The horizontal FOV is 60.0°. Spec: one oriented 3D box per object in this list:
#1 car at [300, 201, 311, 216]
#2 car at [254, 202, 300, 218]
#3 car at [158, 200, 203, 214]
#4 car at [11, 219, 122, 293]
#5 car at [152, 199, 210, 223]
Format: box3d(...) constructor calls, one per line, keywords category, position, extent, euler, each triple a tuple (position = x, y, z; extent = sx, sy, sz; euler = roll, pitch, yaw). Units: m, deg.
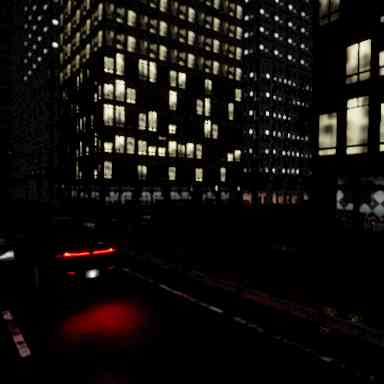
box3d(category="car", position=(12.924, 1.936, 37.064), extent=(4.206, 1.307, 1.802), euler=(1, 0, -35))
box3d(category="car", position=(8.461, 1.826, 33.901), extent=(4.829, 1.417, 1.752), euler=(1, 0, -35))
box3d(category="car", position=(-1.265, 1.619, 37.279), extent=(4.829, 1.417, 1.752), euler=(1, 0, -35))
box3d(category="car", position=(-3.552, 1.488, 9.046), extent=(1.837, 1.490, 4.892), euler=(0, 0, -36))
box3d(category="car", position=(-0.878, 1.503, 27.280), extent=(5.009, 1.841, 2.192), euler=(1, 0, -35))
